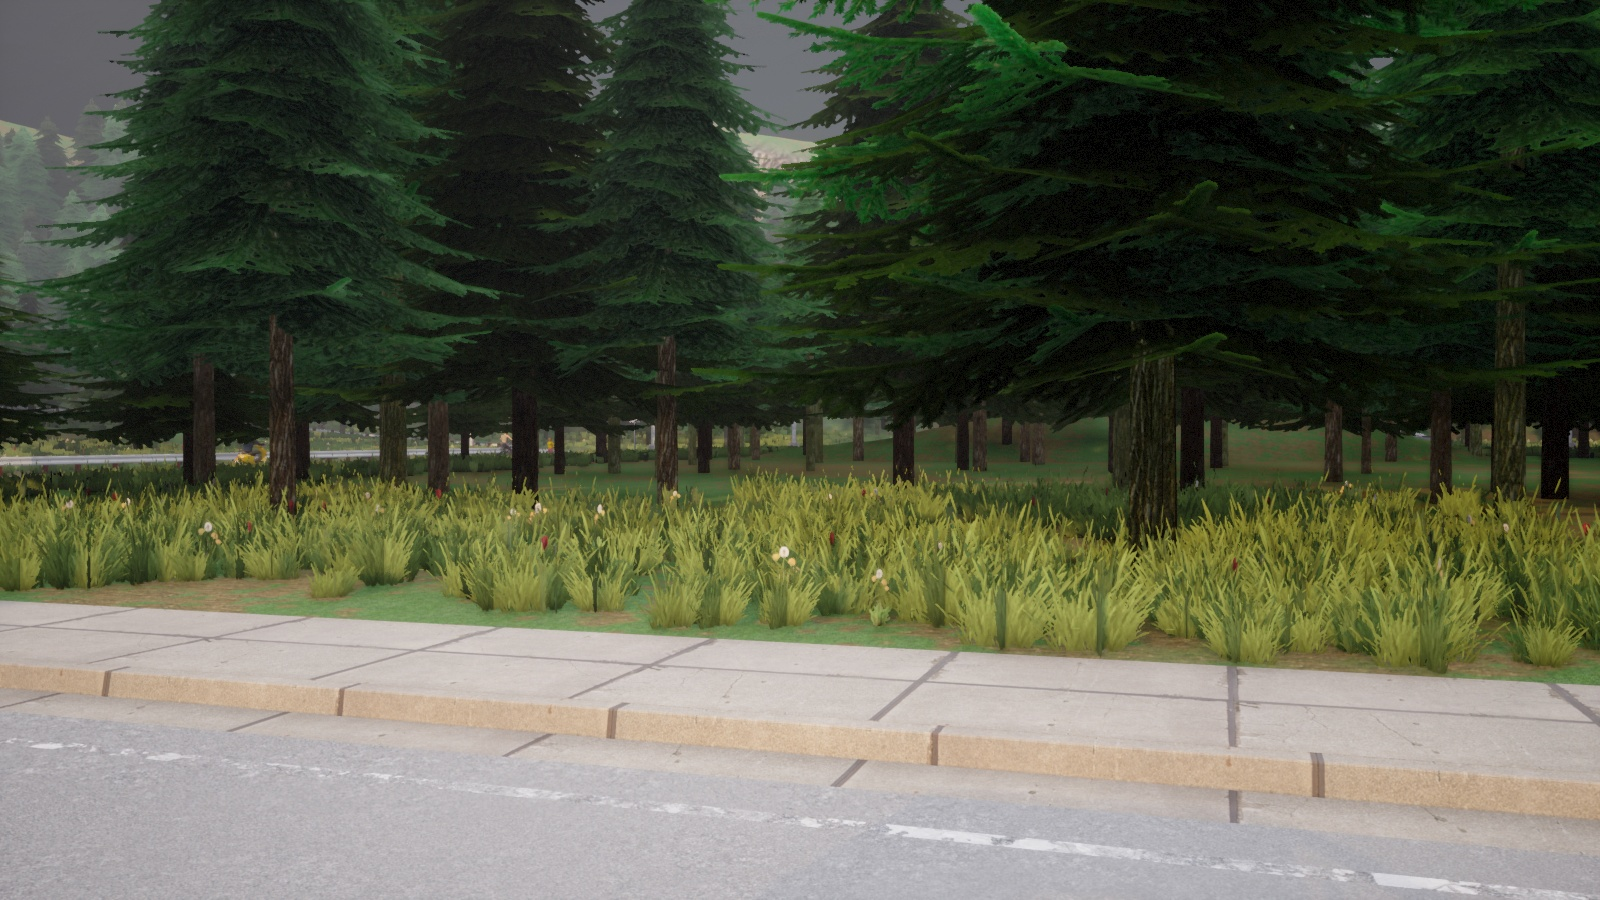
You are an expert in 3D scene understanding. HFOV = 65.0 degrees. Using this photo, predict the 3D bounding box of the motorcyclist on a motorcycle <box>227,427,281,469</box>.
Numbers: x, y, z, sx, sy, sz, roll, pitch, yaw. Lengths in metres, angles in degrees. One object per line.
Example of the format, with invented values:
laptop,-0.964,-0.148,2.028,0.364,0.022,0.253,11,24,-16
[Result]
motorcyclist on a motorcycle,-20.790,-0.090,47.852,0.866,1.590,1.817,1,1,19
